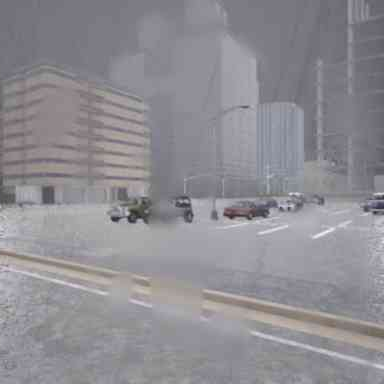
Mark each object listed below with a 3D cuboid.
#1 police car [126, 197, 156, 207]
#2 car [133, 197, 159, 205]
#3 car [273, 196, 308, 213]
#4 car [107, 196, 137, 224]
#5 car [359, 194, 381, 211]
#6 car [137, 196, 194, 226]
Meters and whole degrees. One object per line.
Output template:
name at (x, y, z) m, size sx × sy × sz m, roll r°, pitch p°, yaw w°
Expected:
police car at (-8.417, 1.616, 55.148) m, size 2.038 × 1.542 × 4.974 m, roll 0°, pitch 0°, yaw 34°
car at (-8.418, 1.629, 61.503) m, size 1.837 × 1.490 × 4.892 m, roll 0°, pitch -1°, yaw 34°
car at (10.530, 1.430, 35.440) m, size 1.970 × 1.475 × 3.806 m, roll 0°, pitch 0°, yaw 34°
car at (-3.855, 1.203, 24.142) m, size 1.932 × 1.855 × 4.605 m, roll 0°, pitch 0°, yaw 34°
car at (23.760, 1.415, 44.730) m, size 1.970 × 1.475 × 3.806 m, roll 0°, pitch 0°, yaw 34°
car at (-1.487, 1.197, 22.478) m, size 1.905 × 1.878 × 3.866 m, roll 0°, pitch 0°, yaw 34°
